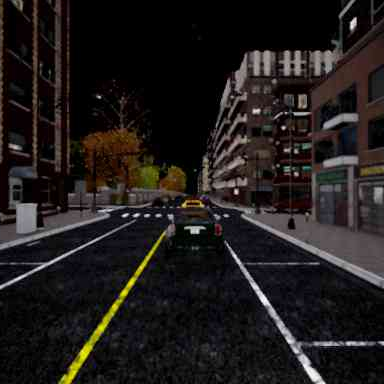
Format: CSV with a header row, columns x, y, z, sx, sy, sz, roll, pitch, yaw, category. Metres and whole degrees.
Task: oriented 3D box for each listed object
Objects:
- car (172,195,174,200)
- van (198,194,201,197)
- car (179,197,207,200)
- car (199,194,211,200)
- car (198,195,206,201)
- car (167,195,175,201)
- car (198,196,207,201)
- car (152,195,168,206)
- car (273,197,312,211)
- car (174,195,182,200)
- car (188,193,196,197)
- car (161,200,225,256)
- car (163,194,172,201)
x,y,z,sx,sy,sz,roll,pitch,yaw,category
-5.700,1.384,73.817,2.192,1.841,5.009,0,0,0,car
2.682,1.400,68.188,1.690,1.788,3.998,0,0,0,van
0.099,1.488,29.115,1.882,1.535,5.008,0,0,0,car
2.682,1.594,62.557,1.887,1.381,4.507,0,0,0,car
2.676,1.651,90.708,1.887,1.381,4.507,0,0,0,car
-5.704,1.546,90.708,1.967,1.590,4.097,0,0,0,car
2.677,1.644,85.078,2.008,1.369,4.403,0,0,0,car
-5.697,1.607,56.925,1.947,1.339,4.313,0,0,0,car
13.458,1.624,44.607,5.009,1.841,2.192,1,-1,-1,car
-3.013,1.555,78.198,1.882,1.535,5.008,0,0,0,car
-0.015,1.647,86.059,1.994,1.385,4.181,0,0,0,car
0.097,1.353,13.335,2.097,1.767,4.553,0,0,0,car
-5.699,1.584,68.017,1.752,1.417,4.829,0,0,0,car
